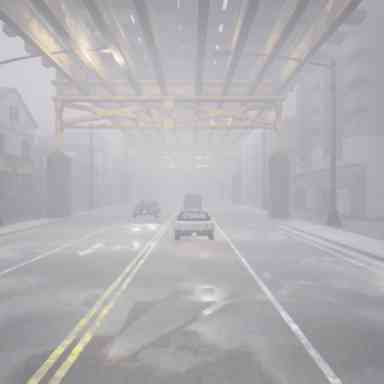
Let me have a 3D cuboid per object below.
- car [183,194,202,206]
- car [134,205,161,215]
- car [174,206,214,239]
[{"bbox_3d":[0.089,1.185,40.856,2.150,2.045,5.566,0,1,0],"label":"car"},{"bbox_3d":[-3.506,1.304,26.602,1.994,1.385,4.181,0,0,0],"label":"car"},{"bbox_3d":[0.096,1.636,17.519,1.895,1.301,4.718,0,0,0],"label":"car"}]
